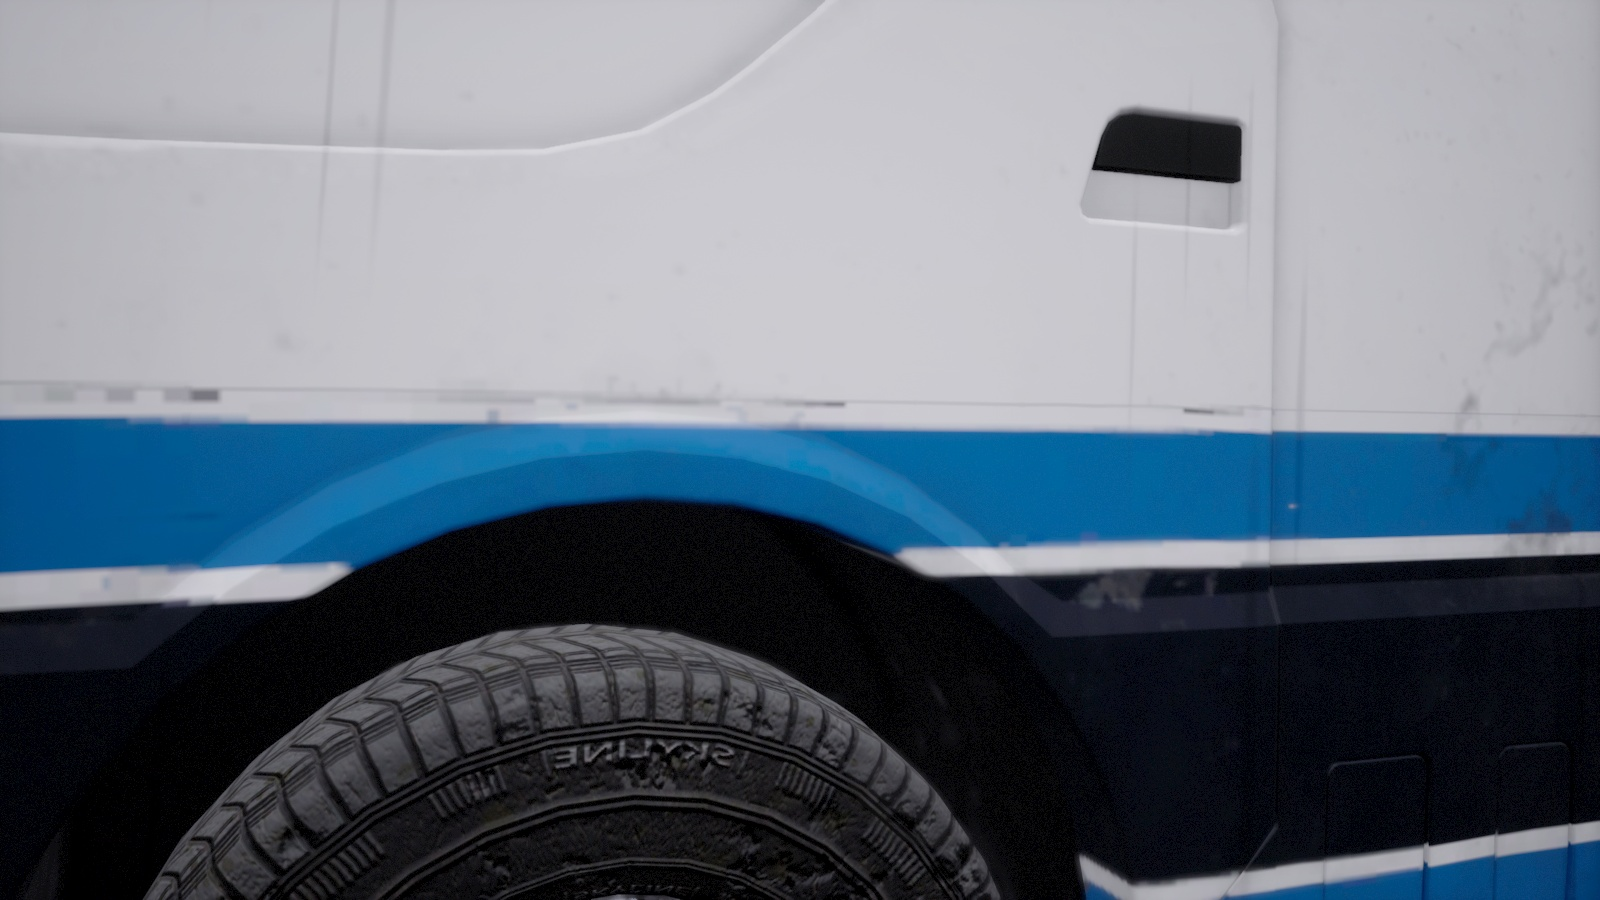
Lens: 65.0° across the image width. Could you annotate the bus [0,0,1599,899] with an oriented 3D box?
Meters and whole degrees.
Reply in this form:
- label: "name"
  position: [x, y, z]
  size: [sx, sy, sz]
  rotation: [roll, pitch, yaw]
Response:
- label: "bus"
  position: [2.054, -0.666, 4.002]
  size: [10.273, 4.253, 3.944]
  rotation: [-1, 1, -21]
